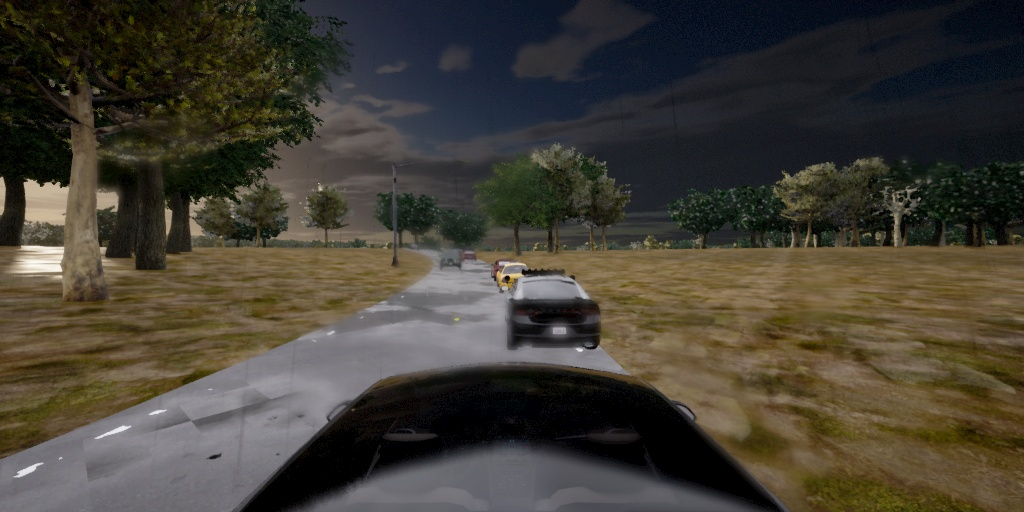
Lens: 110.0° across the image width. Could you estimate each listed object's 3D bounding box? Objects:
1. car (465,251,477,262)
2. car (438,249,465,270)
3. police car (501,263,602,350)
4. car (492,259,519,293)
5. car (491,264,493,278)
[{"bbox_3d":[-6.215,-0.035,51.198,1.882,1.535,5.008,0,2,-14],"label":"car"},{"bbox_3d":[-6.254,0.302,36.582,2.150,2.045,5.566,0,2,-10],"label":"car"},{"bbox_3d":[0.777,1.143,9.146,1.930,1.638,5.238,0,0,-2],"label":"police car"},{"bbox_3d":[0.120,1.017,19.309,1.801,1.575,5.366,-2,2,-5],"label":"car"},{"bbox_3d":[-0.464,0.930,25.167,1.812,1.442,4.674,-1,1,-7],"label":"car"}]
